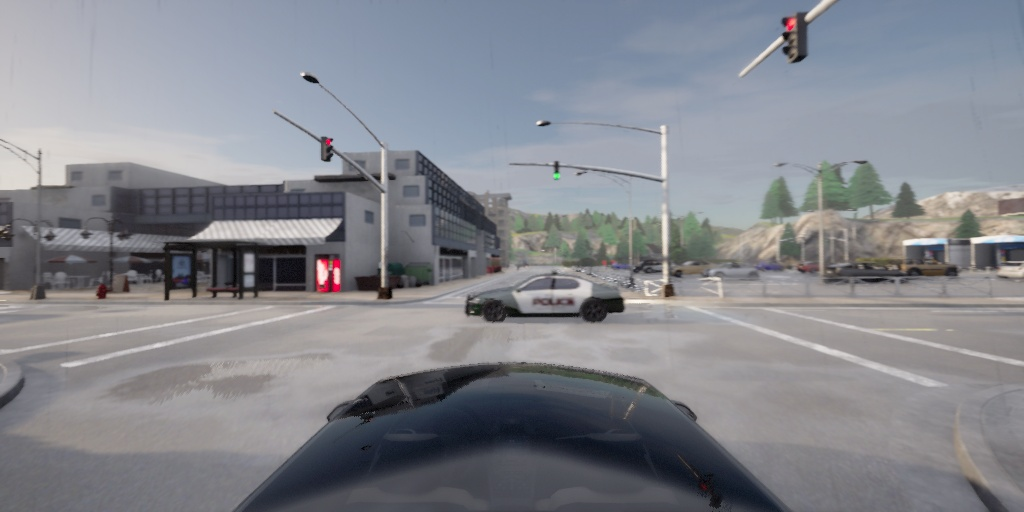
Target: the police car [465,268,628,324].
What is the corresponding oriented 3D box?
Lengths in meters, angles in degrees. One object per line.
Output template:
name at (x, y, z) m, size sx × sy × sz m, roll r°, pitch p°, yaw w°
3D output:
police car at (1.020, 1.312, 11.729) m, size 4.974 × 1.542 × 2.038 m, roll -1°, pitch -1°, yaw 6°
